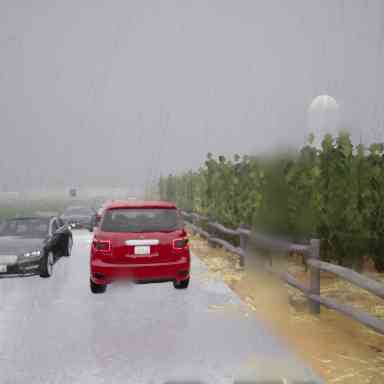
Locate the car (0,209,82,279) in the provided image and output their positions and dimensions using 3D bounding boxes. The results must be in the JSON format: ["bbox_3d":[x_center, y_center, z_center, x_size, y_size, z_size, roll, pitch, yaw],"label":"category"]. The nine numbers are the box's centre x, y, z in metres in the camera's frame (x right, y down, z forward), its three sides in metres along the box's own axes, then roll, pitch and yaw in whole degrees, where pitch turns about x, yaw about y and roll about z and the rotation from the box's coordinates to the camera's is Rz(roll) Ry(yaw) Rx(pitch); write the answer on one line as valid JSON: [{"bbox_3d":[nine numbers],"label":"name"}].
[{"bbox_3d":[-4.868,1.491,10.037,2.128,1.511,4.902,0,0,-10],"label":"car"}]

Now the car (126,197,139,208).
[{"bbox_3d":[-8.938,1.477,49.839,1.882,1.535,5.008,0,0,-10],"label":"car"}]

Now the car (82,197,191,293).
[{"bbox_3d":[-1.450,1.221,9.107,2.150,2.045,5.566,0,0,-10],"label":"car"}]

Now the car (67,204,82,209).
[{"bbox_3d":[-6.678,1.505,19.922,1.837,1.490,4.892,0,0,-10],"label":"car"}]
